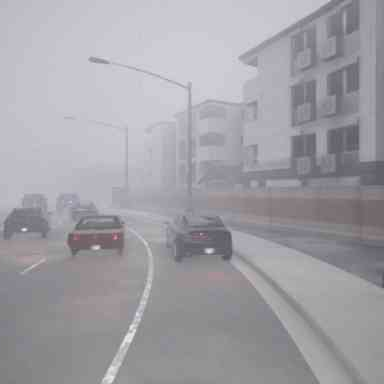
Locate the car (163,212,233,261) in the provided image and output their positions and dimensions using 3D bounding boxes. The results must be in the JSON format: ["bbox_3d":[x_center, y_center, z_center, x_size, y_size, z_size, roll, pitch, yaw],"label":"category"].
[{"bbox_3d":[0.109,1.500,12.292,1.837,1.490,4.892,0,0,-10],"label":"car"}]

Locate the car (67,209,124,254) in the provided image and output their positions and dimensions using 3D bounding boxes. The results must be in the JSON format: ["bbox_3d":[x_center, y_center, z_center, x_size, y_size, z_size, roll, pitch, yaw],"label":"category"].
[{"bbox_3d":[-3.720,1.594,13.529,1.895,1.301,4.718,0,0,-11],"label":"car"}]

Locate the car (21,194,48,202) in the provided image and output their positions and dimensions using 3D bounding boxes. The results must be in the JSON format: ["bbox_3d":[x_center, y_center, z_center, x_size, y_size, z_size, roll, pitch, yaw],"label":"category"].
[{"bbox_3d":[-15.313,1.200,32.341,2.150,2.045,5.566,0,0,-25],"label":"car"}]

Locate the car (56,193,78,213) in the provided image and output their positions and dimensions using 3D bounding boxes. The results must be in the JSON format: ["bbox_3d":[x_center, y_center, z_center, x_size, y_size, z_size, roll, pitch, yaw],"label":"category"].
[{"bbox_3d":[-13.867,1.193,37.146,2.150,2.045,5.566,0,-1,-26],"label":"car"}]

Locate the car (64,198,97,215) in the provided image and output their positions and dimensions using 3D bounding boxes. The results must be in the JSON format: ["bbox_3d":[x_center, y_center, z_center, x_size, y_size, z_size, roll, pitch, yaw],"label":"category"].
[{"bbox_3d":[-8.551,1.475,26.079,2.128,1.511,4.902,0,0,-25],"label":"car"}]

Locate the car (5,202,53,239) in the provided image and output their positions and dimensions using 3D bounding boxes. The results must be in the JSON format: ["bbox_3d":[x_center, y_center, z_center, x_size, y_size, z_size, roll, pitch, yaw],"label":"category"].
[{"bbox_3d":[-8.598,1.491,17.629,1.837,1.490,4.892,0,0,-21],"label":"car"}]
